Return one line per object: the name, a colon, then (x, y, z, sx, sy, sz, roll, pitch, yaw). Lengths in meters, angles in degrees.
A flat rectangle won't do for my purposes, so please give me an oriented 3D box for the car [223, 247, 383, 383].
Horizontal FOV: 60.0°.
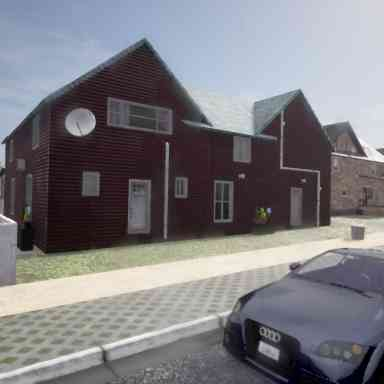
car: (2.471, 1.567, 4.826, 4.181, 1.385, 1.994, 0, 0, -35)
